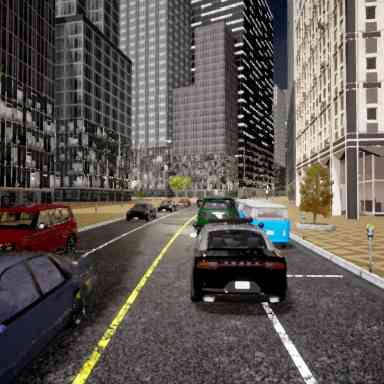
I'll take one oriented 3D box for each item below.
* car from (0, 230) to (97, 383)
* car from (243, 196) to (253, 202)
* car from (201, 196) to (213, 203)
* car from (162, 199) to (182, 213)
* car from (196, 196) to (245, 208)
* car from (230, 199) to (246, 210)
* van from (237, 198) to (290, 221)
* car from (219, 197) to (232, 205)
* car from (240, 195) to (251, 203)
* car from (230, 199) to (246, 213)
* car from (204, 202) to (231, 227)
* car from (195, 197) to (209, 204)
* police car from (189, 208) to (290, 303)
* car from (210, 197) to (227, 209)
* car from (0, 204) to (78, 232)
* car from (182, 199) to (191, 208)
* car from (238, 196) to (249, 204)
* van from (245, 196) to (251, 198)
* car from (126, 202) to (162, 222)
[{"bbox_3d":[-2.782,1.552,4.235,2.033,1.411,5.357,0,0,1],"label":"car"},{"bbox_3d":[13.117,1.606,77.675,1.887,1.381,4.507,1,0,15],"label":"car"},{"bbox_3d":[3.267,1.615,71.452,1.752,1.417,4.829,1,0,13],"label":"car"},{"bbox_3d":[-2.772,1.609,38.504,1.947,1.339,4.313,1,0,7],"label":"car"},{"bbox_3d":[1.430,1.238,18.259,2.150,2.045,5.566,0,0,4],"label":"car"},{"bbox_3d":[6.081,1.592,43.963,1.947,1.339,4.313,1,0,9],"label":"car"},{"bbox_3d":[3.133,1.350,14.709,1.690,1.788,3.998,1,0,3],"label":"van"},{"bbox_3d":[6.061,1.651,59.661,1.895,1.301,4.718,0,0,12],"label":"car"},{"bbox_3d":[11.706,1.495,72.212,1.967,1.590,4.097,1,0,14],"label":"car"},{"bbox_3d":[5.292,1.548,38.342,1.752,1.417,4.829,1,0,8],"label":"car"},{"bbox_3d":[1.863,1.544,24.169,1.812,1.442,4.674,0,0,5],"label":"car"},{"bbox_3d":[2.068,1.647,66.260,1.947,1.339,4.313,1,0,12],"label":"car"},{"bbox_3d":[0.964,1.432,8.419,1.930,1.638,5.238,0,0,2],"label":"police car"},{"bbox_3d":[3.678,1.513,45.917,1.882,1.535,5.008,0,0,10],"label":"car"},{"bbox_3d":[-5.097,1.327,10.024,2.192,1.841,5.009,1,0,2],"label":"car"},{"bbox_3d":[-1.125,1.638,49.730,1.802,1.307,4.206,1,0,9],"label":"car"},{"bbox_3d":[10.382,1.614,66.680,1.947,1.339,4.313,1,0,13],"label":"car"},{"bbox_3d":[3.496,1.354,20.561,1.690,1.788,3.998,1,0,4],"label":"van"},{"bbox_3d":[-4.015,1.597,27.171,1.947,1.339,4.313,1,0,5],"label":"car"}]
